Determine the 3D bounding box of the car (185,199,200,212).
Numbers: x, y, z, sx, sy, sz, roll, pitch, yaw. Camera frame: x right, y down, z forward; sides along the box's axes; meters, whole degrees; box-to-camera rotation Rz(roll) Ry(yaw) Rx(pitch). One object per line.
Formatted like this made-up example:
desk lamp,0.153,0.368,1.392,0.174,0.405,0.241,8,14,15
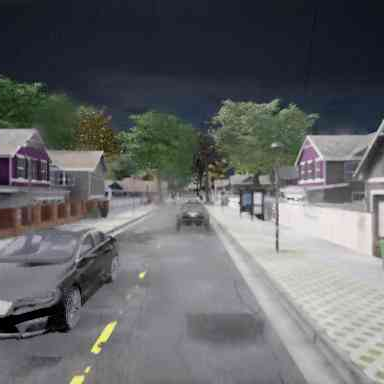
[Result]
car,0.101,1.696,42.644,1.812,1.442,4.674,0,0,0

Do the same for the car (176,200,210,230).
car,0.074,1.439,22.147,2.097,1.767,4.553,0,0,0

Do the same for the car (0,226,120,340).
car,-2.827,1.519,6.943,2.128,1.511,4.902,0,0,0
